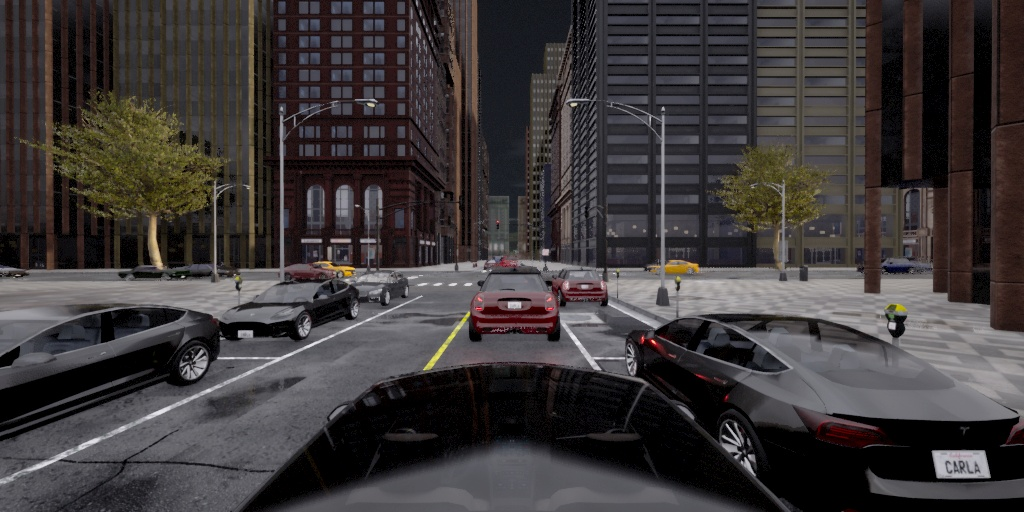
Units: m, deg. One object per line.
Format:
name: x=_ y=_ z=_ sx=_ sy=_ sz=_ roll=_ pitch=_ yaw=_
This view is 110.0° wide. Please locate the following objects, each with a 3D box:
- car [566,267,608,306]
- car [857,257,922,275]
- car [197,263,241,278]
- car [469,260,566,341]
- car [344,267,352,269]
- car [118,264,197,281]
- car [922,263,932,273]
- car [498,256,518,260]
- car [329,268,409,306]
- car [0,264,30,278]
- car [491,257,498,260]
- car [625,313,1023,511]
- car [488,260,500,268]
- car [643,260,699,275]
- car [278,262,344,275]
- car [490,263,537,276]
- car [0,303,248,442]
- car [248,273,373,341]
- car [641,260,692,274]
car: x=2.778 y=1.190 z=15.553 sx=1.967 sy=1.591 sz=4.097 roll=0 pitch=0 yaw=0
car: x=38.712 y=1.009 z=37.150 sx=4.553 sy=1.767 sz=2.097 roll=0 pitch=0 yaw=0
car: x=-28.664 y=1.382 z=33.654 sx=5.357 sy=1.411 sz=2.033 roll=0 pitch=0 yaw=0
car: x=0.077 y=1.102 z=10.017 sx=2.097 sy=1.767 sz=4.553 roll=0 pitch=0 yaw=1
car: x=-17.306 y=1.281 z=33.661 sx=5.008 sy=1.535 sz=1.882 roll=0 pitch=0 yaw=1
car: x=-30.113 y=1.455 z=30.404 sx=4.718 sy=1.301 sz=1.895 roll=0 pitch=0 yaw=0
car: x=43.817 y=1.180 z=40.378 sx=5.357 sy=1.411 sz=2.033 roll=0 pitch=0 yaw=0
car: x=-0.281 y=0.986 z=47.425 sx=2.150 sy=2.045 sz=5.566 roll=-1 pitch=0 yaw=-4
car: x=-5.747 y=1.301 z=15.562 sx=2.007 sy=1.370 sz=4.403 roll=0 pitch=0 yaw=0
car: x=-49.026 y=1.440 z=33.704 sx=5.357 sy=1.411 sz=2.033 roll=0 pitch=0 yaw=0
car: x=-3.011 y=1.295 z=52.021 sx=1.812 sy=1.442 sz=4.674 roll=0 pitch=0 yaw=1
car: x=2.765 y=1.316 z=4.281 sx=1.948 sy=1.339 sz=4.313 roll=0 pitch=0 yaw=0
car: x=-3.011 y=1.378 z=61.377 sx=1.895 sy=1.301 sz=4.718 roll=0 pitch=0 yaw=0
car: x=16.632 y=1.181 z=37.149 sx=5.008 sy=1.535 sz=1.882 roll=0 pitch=0 yaw=0
car: x=-17.233 y=1.344 z=30.415 sx=4.674 sy=1.442 sz=1.812 roll=0 pitch=0 yaw=-2
car: x=0.118 y=1.361 z=37.140 sx=4.718 sy=1.301 sz=1.895 roll=0 pitch=0 yaw=0
car: x=-5.760 y=1.315 z=4.288 sx=1.948 sy=1.339 sz=4.313 roll=0 pitch=0 yaw=0
car: x=-5.754 y=1.316 z=9.925 sx=1.948 sy=1.339 sz=4.313 roll=0 pitch=0 yaw=0
car: x=17.353 y=1.190 z=40.400 sx=4.892 sy=1.490 sz=1.837 roll=0 pitch=0 yaw=0
